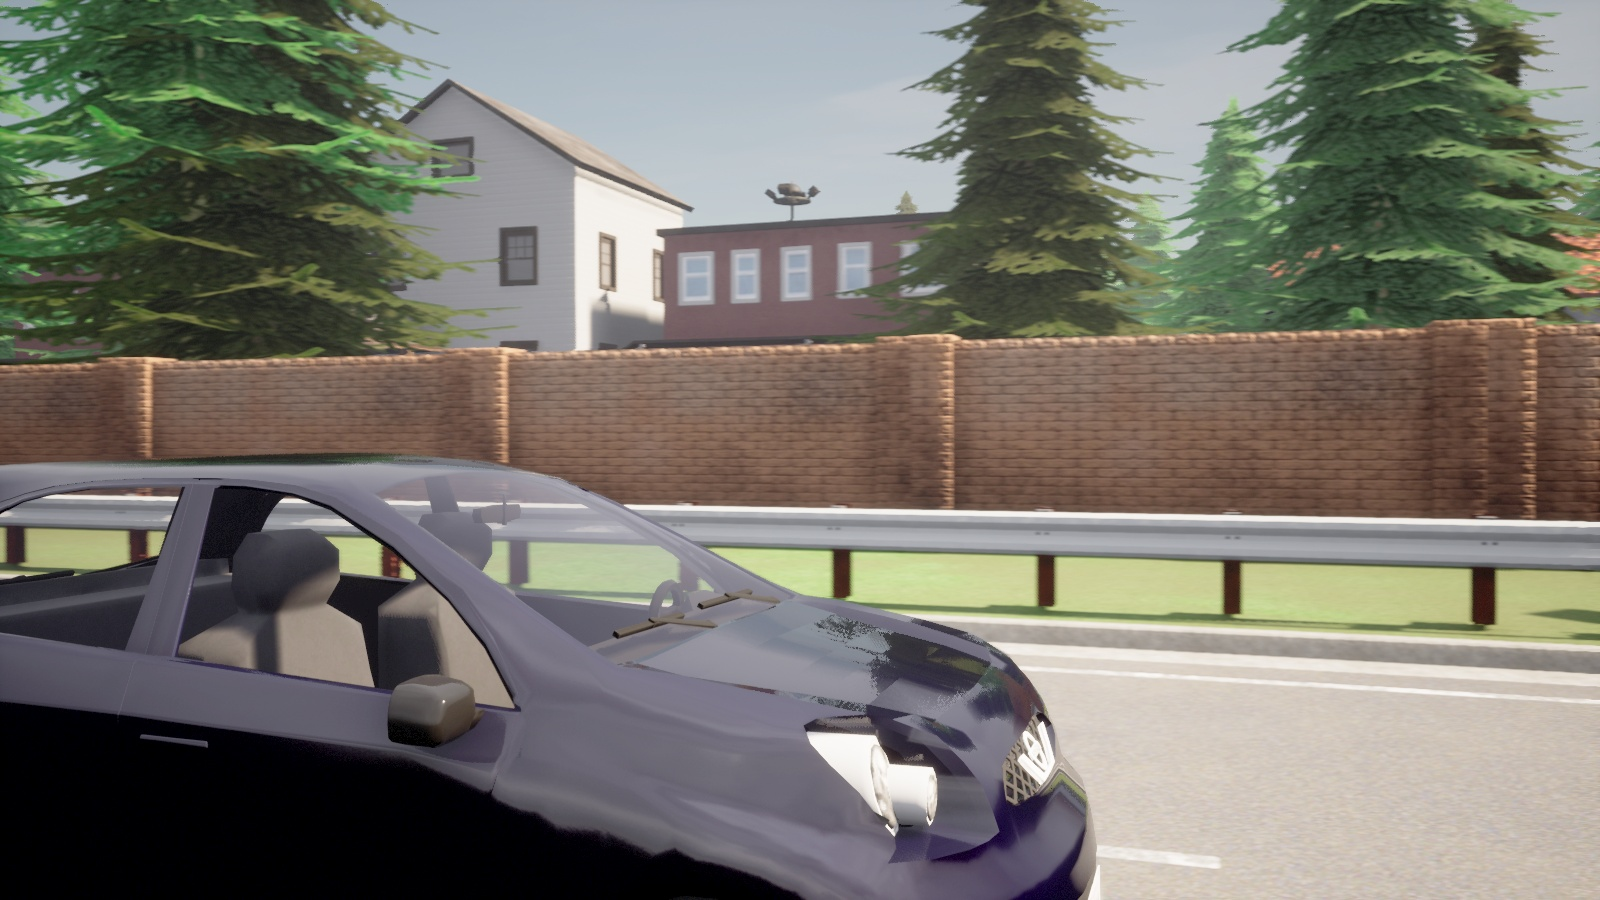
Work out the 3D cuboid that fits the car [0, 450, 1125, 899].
[{"bbox_3d":[-1.030,0.780,3.540,3.633,1.501,1.845,1,1,19],"label":"car"}]
